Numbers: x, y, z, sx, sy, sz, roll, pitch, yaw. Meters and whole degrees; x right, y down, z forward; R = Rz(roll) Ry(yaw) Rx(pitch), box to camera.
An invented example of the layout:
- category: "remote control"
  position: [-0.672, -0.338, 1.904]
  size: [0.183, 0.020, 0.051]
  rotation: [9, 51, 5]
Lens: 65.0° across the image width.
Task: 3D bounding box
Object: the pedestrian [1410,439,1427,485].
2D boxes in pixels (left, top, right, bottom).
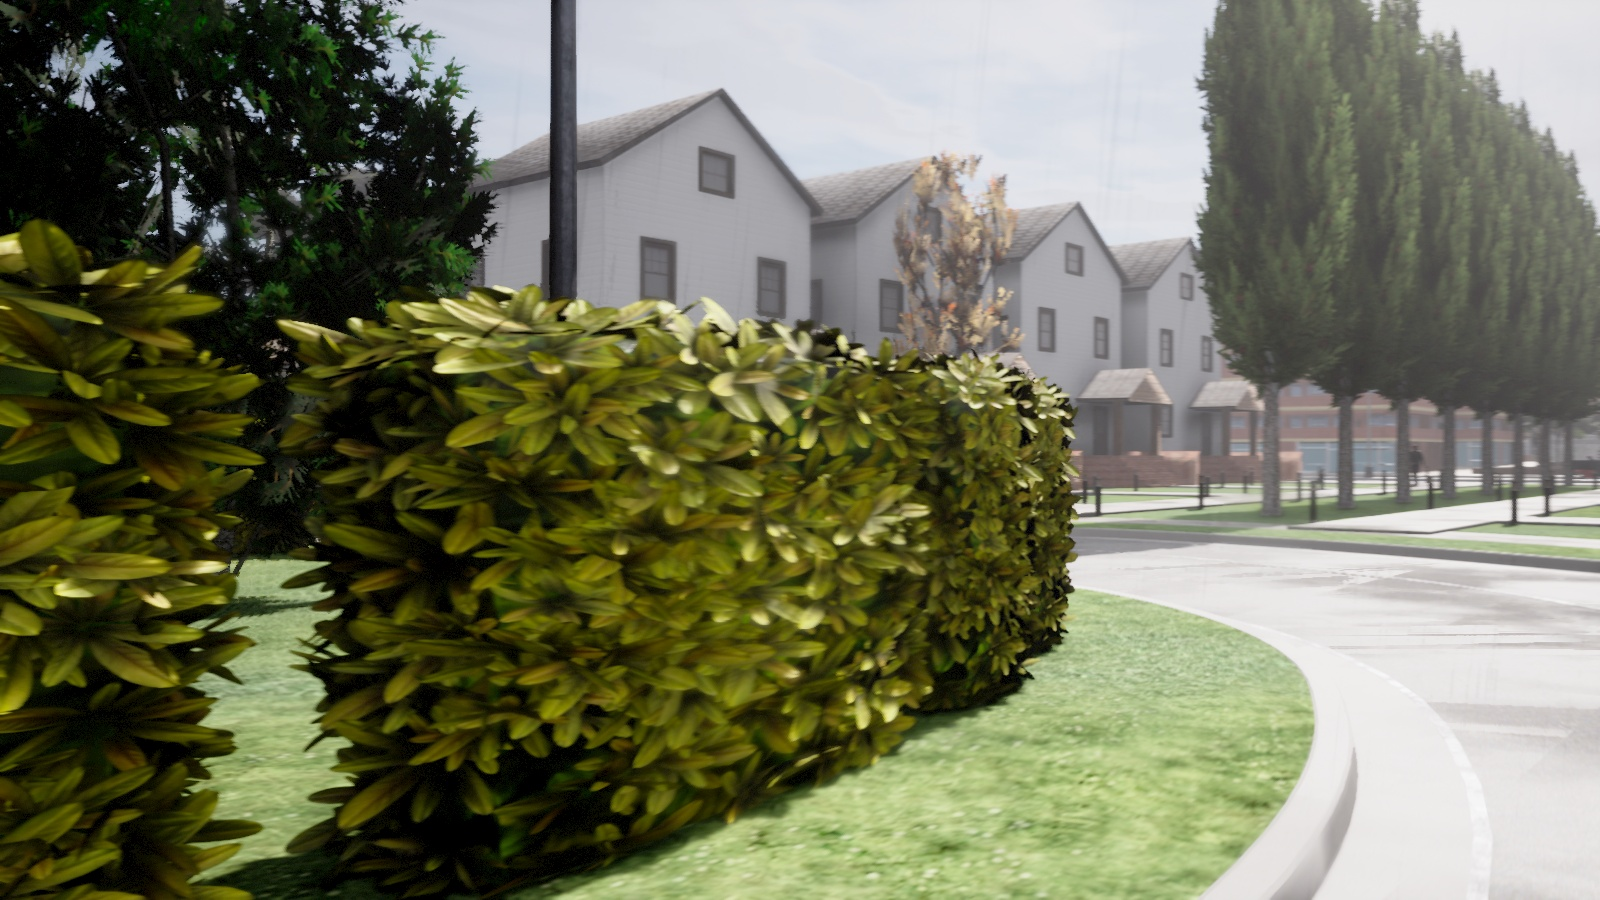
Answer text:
- category: "pedestrian"
  position: [26.075, 0.497, 52.925]
  size: [0.423, 1.949, 0.788]
  rotation: [0, 0, 42]

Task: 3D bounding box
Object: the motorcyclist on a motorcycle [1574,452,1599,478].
- category: "motorcyclist on a motorcycle"
  position: [48.210, 0.899, 76.169]
  size: [2.044, 1.523, 0.797]
  rotation: [0, 0, 41]
